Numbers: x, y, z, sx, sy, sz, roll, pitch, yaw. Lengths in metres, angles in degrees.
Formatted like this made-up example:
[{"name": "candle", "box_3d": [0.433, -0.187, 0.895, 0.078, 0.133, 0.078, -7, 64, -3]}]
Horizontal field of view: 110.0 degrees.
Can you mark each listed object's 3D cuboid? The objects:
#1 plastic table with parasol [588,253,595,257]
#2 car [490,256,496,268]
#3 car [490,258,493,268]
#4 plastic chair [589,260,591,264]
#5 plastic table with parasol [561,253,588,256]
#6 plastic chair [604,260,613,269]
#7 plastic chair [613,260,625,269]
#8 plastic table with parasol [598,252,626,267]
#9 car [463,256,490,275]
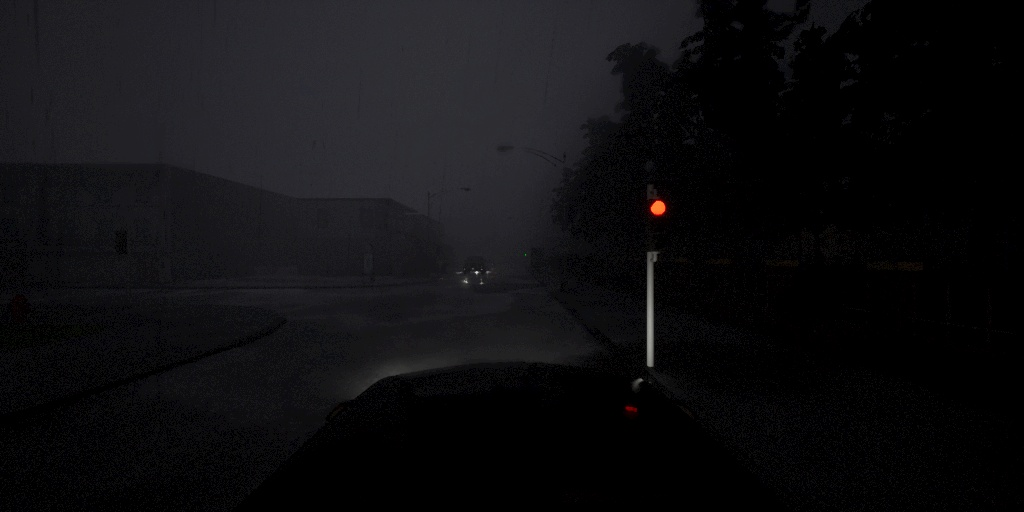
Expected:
[{"name": "plastic table with parasol", "box_3d": [14.718, 0.673, 63.308, 2.482, 2.480, 2.482, 0, 0, -42]}, {"name": "car", "box_3d": [-4.009, 0.974, 61.940, 2.150, 2.045, 5.566, 0, 0, 2]}, {"name": "car", "box_3d": [-4.056, 1.351, 50.331, 1.895, 1.301, 4.718, 0, 0, 0]}, {"name": "plastic chair", "box_3d": [13.765, 1.304, 62.421, 0.730, 1.272, 0.750, 0, 0, -35]}, {"name": "plastic table with parasol", "box_3d": [10.016, 0.684, 57.837, 2.482, 2.480, 2.482, 0, 0, -40]}, {"name": "plastic chair", "box_3d": [14.359, 1.306, 54.193, 0.730, 1.272, 0.750, 0, 0, -35]}, {"name": "plastic chair", "box_3d": [16.066, 1.296, 54.095, 0.750, 1.272, 0.730, 0, 0, -40]}, {"name": "plastic table with parasol", "box_3d": [15.334, 0.694, 55.094, 2.482, 2.480, 2.482, 0, 0, -40]}, {"name": "car", "box_3d": [-4.070, 0.971, 40.154, 2.150, 2.045, 5.566, 0, 0, 0]}]
